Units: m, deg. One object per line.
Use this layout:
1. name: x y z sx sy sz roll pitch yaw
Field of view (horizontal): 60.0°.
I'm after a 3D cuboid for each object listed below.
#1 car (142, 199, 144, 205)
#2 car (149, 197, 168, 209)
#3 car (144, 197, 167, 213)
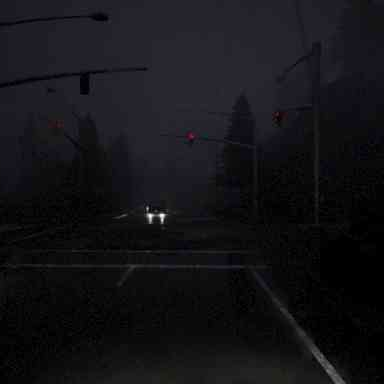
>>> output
1. car: -7.280 1.526 56.566 1.812 1.442 4.674 0 0 -20
2. car: -4.778 1.492 46.836 2.128 1.511 4.902 0 0 -11
3. car: -3.776 1.547 37.062 2.033 1.411 5.357 0 0 -1
